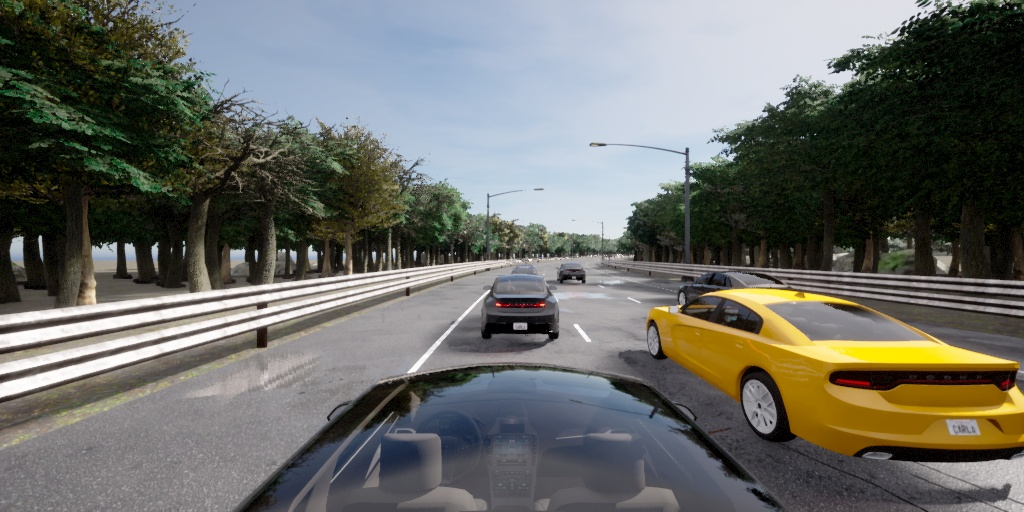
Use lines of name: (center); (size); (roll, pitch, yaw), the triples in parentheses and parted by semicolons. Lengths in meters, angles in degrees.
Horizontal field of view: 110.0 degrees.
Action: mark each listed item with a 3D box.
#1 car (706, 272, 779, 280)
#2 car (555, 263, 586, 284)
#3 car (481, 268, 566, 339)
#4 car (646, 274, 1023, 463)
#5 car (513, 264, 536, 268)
car: (7.268, 1.255, 11.991); (1.837, 1.490, 4.892); (0, 0, 2)
car: (4.459, 1.257, 27.356); (1.837, 1.490, 4.892); (0, 0, 3)
car: (0.225, 1.255, 10.065); (1.837, 1.490, 4.892); (0, 0, 1)
car: (3.652, 1.227, 5.363); (1.882, 1.535, 5.008); (0, 0, 0)
car: (0.961, 1.317, 27.489); (1.994, 1.385, 4.181); (0, 0, 3)
